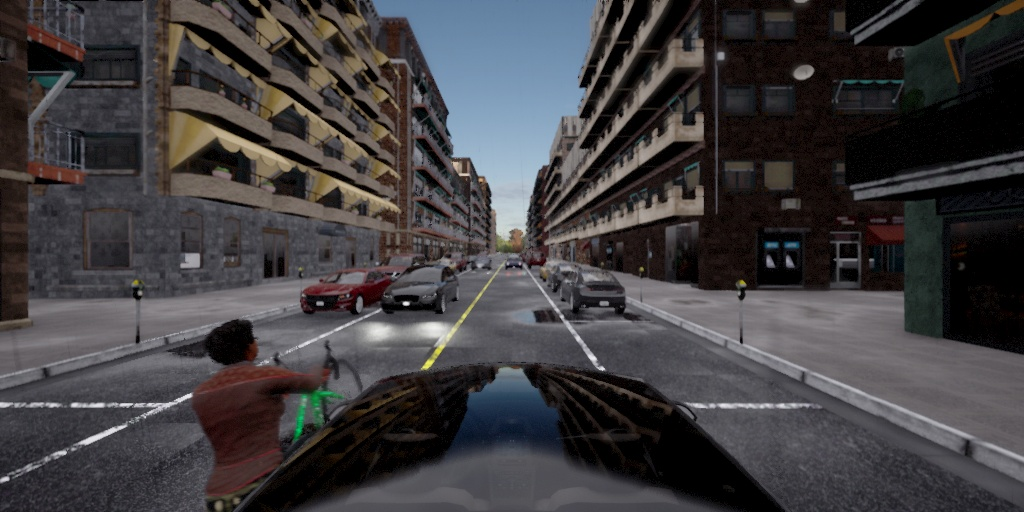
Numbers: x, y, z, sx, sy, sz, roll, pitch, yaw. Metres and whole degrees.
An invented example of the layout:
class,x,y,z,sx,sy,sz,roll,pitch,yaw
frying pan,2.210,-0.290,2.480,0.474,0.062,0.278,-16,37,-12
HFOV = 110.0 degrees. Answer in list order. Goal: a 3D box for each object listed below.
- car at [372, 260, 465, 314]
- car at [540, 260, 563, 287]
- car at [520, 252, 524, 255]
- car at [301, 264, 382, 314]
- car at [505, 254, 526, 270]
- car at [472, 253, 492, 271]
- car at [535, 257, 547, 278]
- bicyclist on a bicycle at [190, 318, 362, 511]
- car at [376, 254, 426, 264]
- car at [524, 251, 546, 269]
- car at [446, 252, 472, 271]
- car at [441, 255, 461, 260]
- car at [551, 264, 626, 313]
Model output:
class,x,y,z,sx,sy,sz,roll,pitch,yaw
car,-3.061,1.085,12.834,1.837,1.490,4.892,0,1,0
car,2.742,1.046,18.330,2.007,1.370,4.403,0,0,0
car,0.240,0.519,48.523,1.882,1.535,5.008,0,1,0
car,-5.656,1.127,12.822,1.888,1.381,4.507,0,0,0
car,0.213,0.794,38.370,1.895,1.301,4.718,0,1,0
car,-2.997,0.721,36.010,2.128,1.511,4.902,0,1,0
car,2.759,0.936,24.068,1.751,1.417,4.829,0,0,0
bicyclist on a bicycle,-1.299,1.088,2.167,0.582,1.620,1.656,-14,38,-3
car,-5.639,0.812,18.389,2.192,1.841,5.009,0,0,0
car,2.809,0.474,40.599,2.192,1.841,5.009,0,0,0
car,-5.589,0.559,35.091,2.192,1.841,5.009,0,0,0
car,-5.606,0.854,29.353,1.751,1.417,4.829,0,0,0
car,2.725,1.131,12.764,2.007,1.370,4.403,0,0,0
